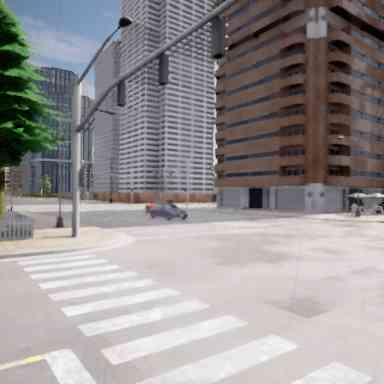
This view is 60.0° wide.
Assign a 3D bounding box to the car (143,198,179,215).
[{"bbox_3d":[-3.714,1.667,39.163,2.097,1.767,4.553,1,0,-35],"label":"car"}]

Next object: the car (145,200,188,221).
[{"bbox_3d":[-2.243,1.791,30.777,1.812,1.442,4.674,1,-1,-35],"label":"car"}]
